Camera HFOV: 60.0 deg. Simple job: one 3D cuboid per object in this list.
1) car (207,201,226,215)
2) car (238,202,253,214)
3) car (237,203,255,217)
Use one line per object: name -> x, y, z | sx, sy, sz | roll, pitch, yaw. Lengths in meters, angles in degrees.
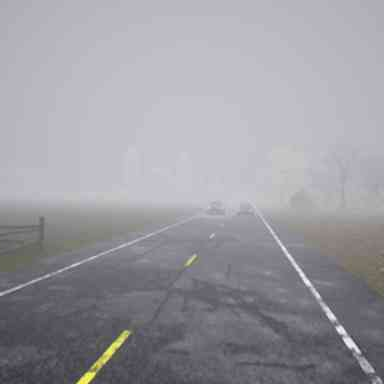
car -> 3.038, 1.851, 40.896 | 2.097, 1.767, 4.553 | 0, -1, 9
car -> 7.449, 2.166, 46.115 | 1.994, 1.385, 4.181 | 0, -1, 9
car -> 6.180, 2.046, 38.260 | 2.033, 1.411, 5.357 | 0, -1, 10
